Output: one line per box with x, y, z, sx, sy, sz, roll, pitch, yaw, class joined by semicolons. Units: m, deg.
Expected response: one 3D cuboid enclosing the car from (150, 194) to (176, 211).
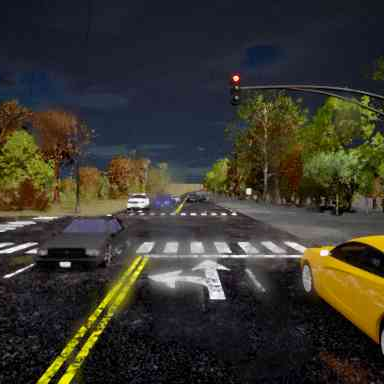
-3.453;1.224;41.009;2.150;2.045;5.566;0;0;-1;car

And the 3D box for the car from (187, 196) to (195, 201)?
-0.204;1.606;81.977;1.895;1.301;4.718;0;0;0;car

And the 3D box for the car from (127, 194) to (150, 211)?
-6.706;1.224;41.991;2.150;2.045;5.566;0;0;0;car

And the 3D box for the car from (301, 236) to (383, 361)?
3.349;1.444;5.406;1.882;1.535;5.008;0;1;0;car

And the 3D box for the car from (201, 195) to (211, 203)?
3.094;1.504;71.486;2.128;1.511;4.902;0;0;0;car

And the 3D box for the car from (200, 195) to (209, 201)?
3.046;1.458;81.641;2.033;1.411;5.357;0;0;0;car

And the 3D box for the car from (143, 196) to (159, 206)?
-6.729;1.482;54.923;1.882;1.535;5.008;0;0;0;car

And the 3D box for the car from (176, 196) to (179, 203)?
-3.476;1.604;52.645;1.895;1.301;4.718;0;0;0;car

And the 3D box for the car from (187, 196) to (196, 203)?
-0.138;1.566;72.155;1.994;1.385;4.181;0;0;0;car

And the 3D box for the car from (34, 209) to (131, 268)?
-3.385;1.551;11.531;2.033;1.411;5.357;0;0;0;car
